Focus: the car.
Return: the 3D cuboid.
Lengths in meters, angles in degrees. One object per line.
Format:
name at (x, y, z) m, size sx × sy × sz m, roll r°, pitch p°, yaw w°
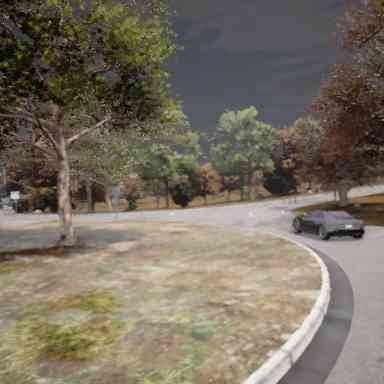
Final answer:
car at (6.710, 1.513, 16.803) m, size 1.994 × 1.385 × 4.181 m, roll -1°, pitch 0°, yaw -9°
